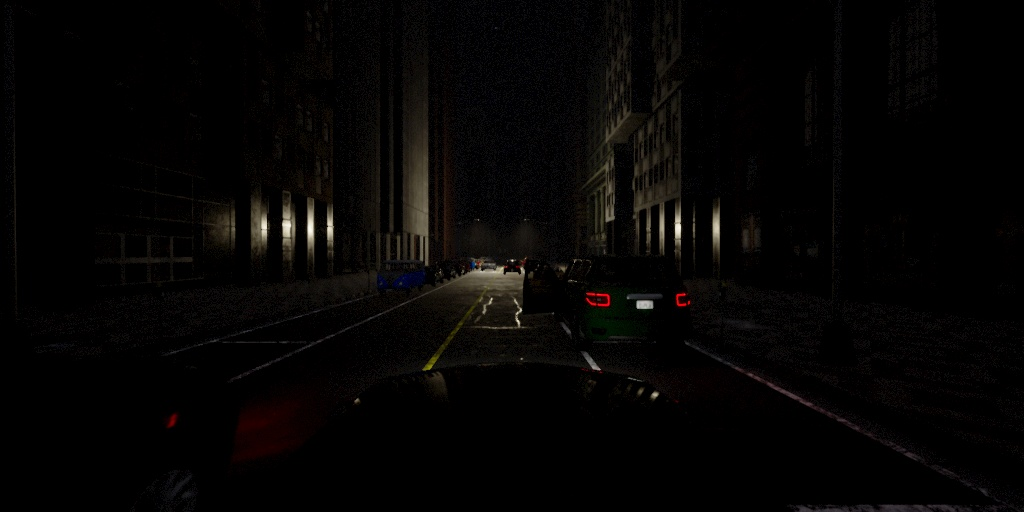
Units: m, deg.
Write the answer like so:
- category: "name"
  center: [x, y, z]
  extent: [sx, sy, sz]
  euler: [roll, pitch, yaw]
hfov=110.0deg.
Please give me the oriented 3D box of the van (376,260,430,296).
- category: "van"
  center: [-5.790, 1.090, 19.024]
  extent: [1.690, 1.789, 3.998]
  euler: [0, 0, 0]

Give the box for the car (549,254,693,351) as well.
- category: "car"
  center: [2.383, 0.970, 9.121]
  extent: [2.150, 2.045, 5.566]
  euler: [0, 0, 0]

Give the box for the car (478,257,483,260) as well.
- category: "car"
  center: [-5.843, 1.189, 52.845]
  extent: [1.967, 1.591, 4.097]
  euler: [0, 0, 0]

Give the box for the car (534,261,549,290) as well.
- category: "car"
  center: [2.726, 1.274, 24.856]
  extent: [1.751, 1.417, 4.829]
  euler: [0, 0, 0]

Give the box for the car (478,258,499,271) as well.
- category: "car"
  center: [-3.075, 1.277, 48.056]
  extent: [1.812, 1.442, 4.674]
  euler: [0, 0, 0]

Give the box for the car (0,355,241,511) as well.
- category: "car"
  center: [-3.098, 1.255, 0.864]
  extent: [1.837, 1.490, 4.892]
  euler: [0, 0, 0]

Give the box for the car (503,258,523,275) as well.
- category: "car"
  center: [0.023, 1.275, 39.675]
  extent: [1.812, 1.442, 4.674]
  euler: [0, 0, 0]

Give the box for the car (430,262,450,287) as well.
- category: "car"
  center: [-5.798, 1.315, 24.661]
  extent: [1.948, 1.339, 4.313]
  euler: [0, 0, 0]

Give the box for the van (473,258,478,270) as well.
- category: "van"
  center: [-5.834, 1.090, 47.208]
  extent: [1.690, 1.789, 3.998]
  euler: [0, 0, 0]

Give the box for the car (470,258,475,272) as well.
- category: "car"
  center: [-5.825, 1.294, 41.571]
  extent: [1.888, 1.381, 4.507]
  euler: [0, 0, 0]

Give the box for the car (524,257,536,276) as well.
- category: "car"
  center: [2.700, 1.189, 41.594]
  extent: [1.967, 1.591, 4.097]
  euler: [0, 0, 0]

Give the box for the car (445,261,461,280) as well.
- category: "car"
  center: [-5.807, 1.315, 30.298]
  extent: [1.948, 1.339, 4.313]
  euler: [0, 0, 0]

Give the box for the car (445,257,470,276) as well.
- category: "car"
  center: [-5.816, 1.064, 35.934]
  extent: [2.192, 1.841, 5.009]
  euler: [0, 0, 0]

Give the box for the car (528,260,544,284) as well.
- category: "car"
  center: [2.718, 1.299, 30.322]
  extent: [2.007, 1.370, 4.403]
  euler: [0, 0, 0]
